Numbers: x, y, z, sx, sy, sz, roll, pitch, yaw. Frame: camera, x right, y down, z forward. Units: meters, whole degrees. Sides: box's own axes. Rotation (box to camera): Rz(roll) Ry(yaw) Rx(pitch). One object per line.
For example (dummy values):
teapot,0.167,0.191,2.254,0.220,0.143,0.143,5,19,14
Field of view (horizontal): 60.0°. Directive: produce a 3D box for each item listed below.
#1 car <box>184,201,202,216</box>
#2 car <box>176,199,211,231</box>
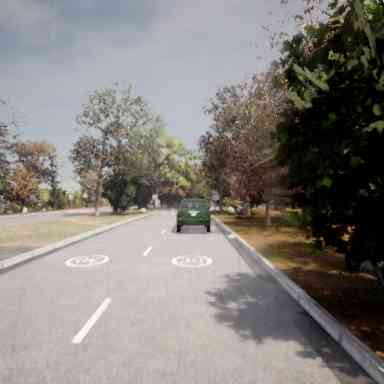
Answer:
car,0.086,2.067,41.905,2.097,1.767,4.553,0,-1,0
car,0.094,1.476,22.363,2.150,2.045,5.566,0,-1,0
